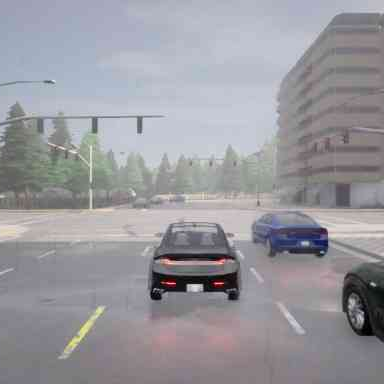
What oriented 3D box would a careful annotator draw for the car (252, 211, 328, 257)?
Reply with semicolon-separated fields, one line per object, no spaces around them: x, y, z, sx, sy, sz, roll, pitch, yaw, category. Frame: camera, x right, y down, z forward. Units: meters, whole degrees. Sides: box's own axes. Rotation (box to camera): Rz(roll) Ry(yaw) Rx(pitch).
3.585;1.478;12.987;1.882;1.535;5.008;0;0;0;car

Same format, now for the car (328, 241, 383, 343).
3.600;1.352;3.835;2.097;1.767;4.553;0;0;0;car

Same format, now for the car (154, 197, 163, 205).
-6.270;1.526;57.134;1.812;1.442;4.674;0;0;9;car

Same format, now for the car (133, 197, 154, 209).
-6.986;1.526;46.418;1.812;1.442;4.674;0;0;2;car

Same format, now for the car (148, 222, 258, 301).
0.067;1.492;8.341;2.128;1.511;4.902;0;0;0;car

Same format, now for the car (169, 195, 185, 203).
-3.108;1.505;69.396;1.837;1.490;4.892;0;0;23;car
